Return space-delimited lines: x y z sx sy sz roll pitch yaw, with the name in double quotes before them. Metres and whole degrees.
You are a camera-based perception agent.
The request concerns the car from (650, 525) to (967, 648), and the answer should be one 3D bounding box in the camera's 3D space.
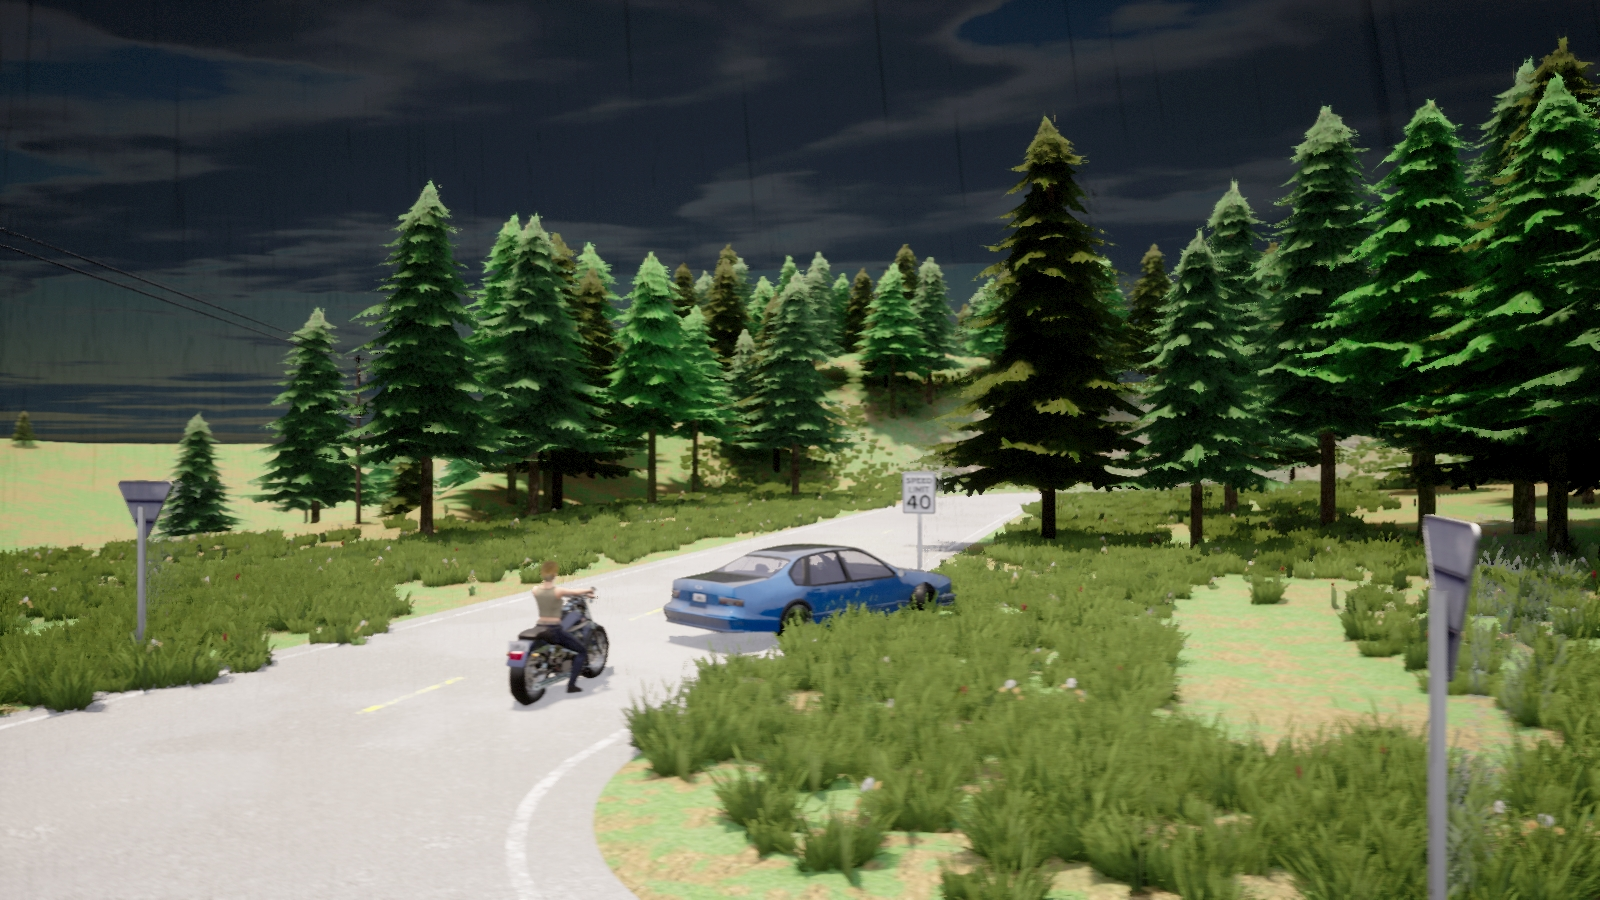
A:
"car" 0.303 2.126 18.908 5.357 1.411 2.033 0 0 -44
